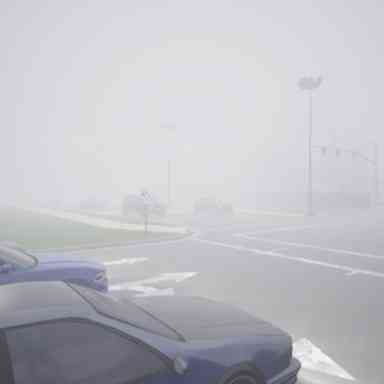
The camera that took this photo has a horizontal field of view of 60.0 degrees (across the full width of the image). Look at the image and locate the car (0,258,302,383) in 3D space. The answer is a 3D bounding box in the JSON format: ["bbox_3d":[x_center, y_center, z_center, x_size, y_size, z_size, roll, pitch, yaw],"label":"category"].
[{"bbox_3d":[-1.456,1.547,2.723,5.357,1.411,2.033,0,0,-35],"label":"car"}]

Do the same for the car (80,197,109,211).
[{"bbox_3d":[-12.501,1.481,41.439,2.128,1.511,4.902,0,0,-36],"label":"car"}]

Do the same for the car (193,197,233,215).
[{"bbox_3d":[2.058,1.336,33.356,2.097,1.767,4.553,0,0,-36],"label":"car"}]

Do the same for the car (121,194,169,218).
[{"bbox_3d":[-4.538,1.211,30.517,2.150,2.045,5.566,0,0,-36],"label":"car"}]

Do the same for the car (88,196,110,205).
[{"bbox_3d":[-16.486,1.532,58.986,2.033,1.411,5.357,0,0,-35],"label":"car"}]

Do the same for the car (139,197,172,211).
[{"bbox_3d":[-4.756,1.476,42.694,2.128,1.511,4.902,0,0,-36],"label":"car"}]

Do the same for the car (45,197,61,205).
[{"bbox_3d":[-24.140,1.554,57.689,1.994,1.385,4.181,0,0,-35],"label":"car"}]

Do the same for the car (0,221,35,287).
[{"bbox_3d":[-6.212,1.564,7.934,4.181,1.385,1.994,0,0,-35],"label":"car"}]

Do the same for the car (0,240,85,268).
[{"bbox_3d":[-3.849,1.478,5.320,5.008,1.535,1.882,0,0,-35],"label":"car"}]
